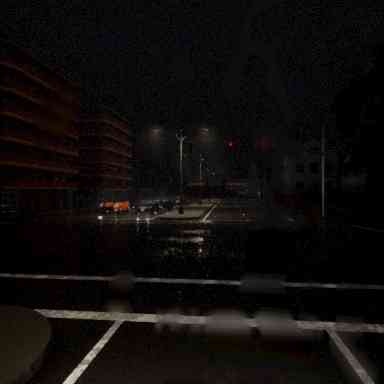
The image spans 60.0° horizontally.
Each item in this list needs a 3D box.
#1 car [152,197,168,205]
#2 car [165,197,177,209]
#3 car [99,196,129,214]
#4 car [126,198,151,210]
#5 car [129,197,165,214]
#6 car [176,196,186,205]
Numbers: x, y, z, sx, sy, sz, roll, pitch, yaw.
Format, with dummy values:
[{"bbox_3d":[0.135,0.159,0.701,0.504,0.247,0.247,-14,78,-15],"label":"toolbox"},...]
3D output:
[{"bbox_3d":[-5.579,1.600,58.643,1.895,1.301,4.718,0,0,6],"label":"car"},{"bbox_3d":[-3.607,1.601,44.126,1.895,1.301,4.718,0,0,6],"label":"car"},{"bbox_3d":[-8.083,1.352,34.990,2.097,1.767,4.553,0,0,6],"label":"car"},{"bbox_3d":[-7.093,1.545,44.407,2.033,1.411,5.357,0,0,6],"label":"car"},{"bbox_3d":[-4.569,1.491,34.916,2.128,1.511,4.902,0,0,6],"label":"car"},{"bbox_3d":[-2.228,1.490,57.072,2.128,1.511,4.902,0,0,6],"label":"car"}]
